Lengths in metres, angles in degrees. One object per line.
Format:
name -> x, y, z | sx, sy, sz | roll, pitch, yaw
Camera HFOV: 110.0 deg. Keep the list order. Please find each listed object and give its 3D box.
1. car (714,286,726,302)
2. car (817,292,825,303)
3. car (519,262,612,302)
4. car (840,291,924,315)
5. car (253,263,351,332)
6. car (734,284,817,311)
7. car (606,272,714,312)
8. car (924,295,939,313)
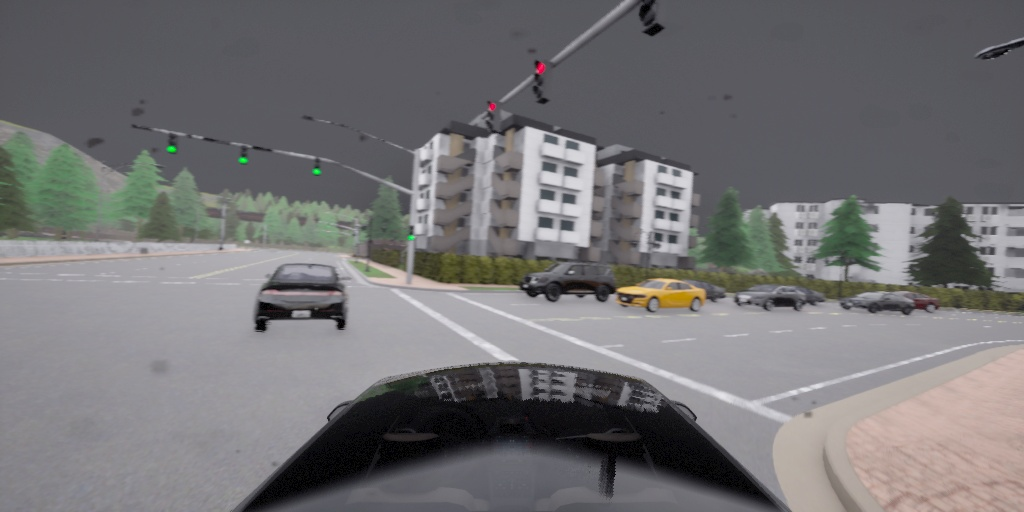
car -> 12.095, 2.316, 24.251 | 5.357, 1.411, 2.033 | 4, -1, -26
car -> 21.528, 2.989, 27.807 | 5.357, 1.411, 2.033 | 4, -1, -15
car -> 3.120, 1.337, 19.393 | 5.566, 2.045, 2.150 | 4, -1, -29
car -> 25.509, 3.213, 25.017 | 4.674, 1.442, 1.812 | 4, -1, -10
car -> -5.436, 0.939, 9.569 | 2.128, 1.511, 4.902 | 4, -1, -27
car -> 15.852, 2.496, 22.028 | 4.902, 1.511, 2.128 | 4, -1, -23
car -> 7.392, 1.870, 17.766 | 5.008, 1.535, 1.882 | 4, -1, -29
car -> 31.739, 3.626, 29.278 | 5.008, 1.535, 1.882 | 4, -1, -2
